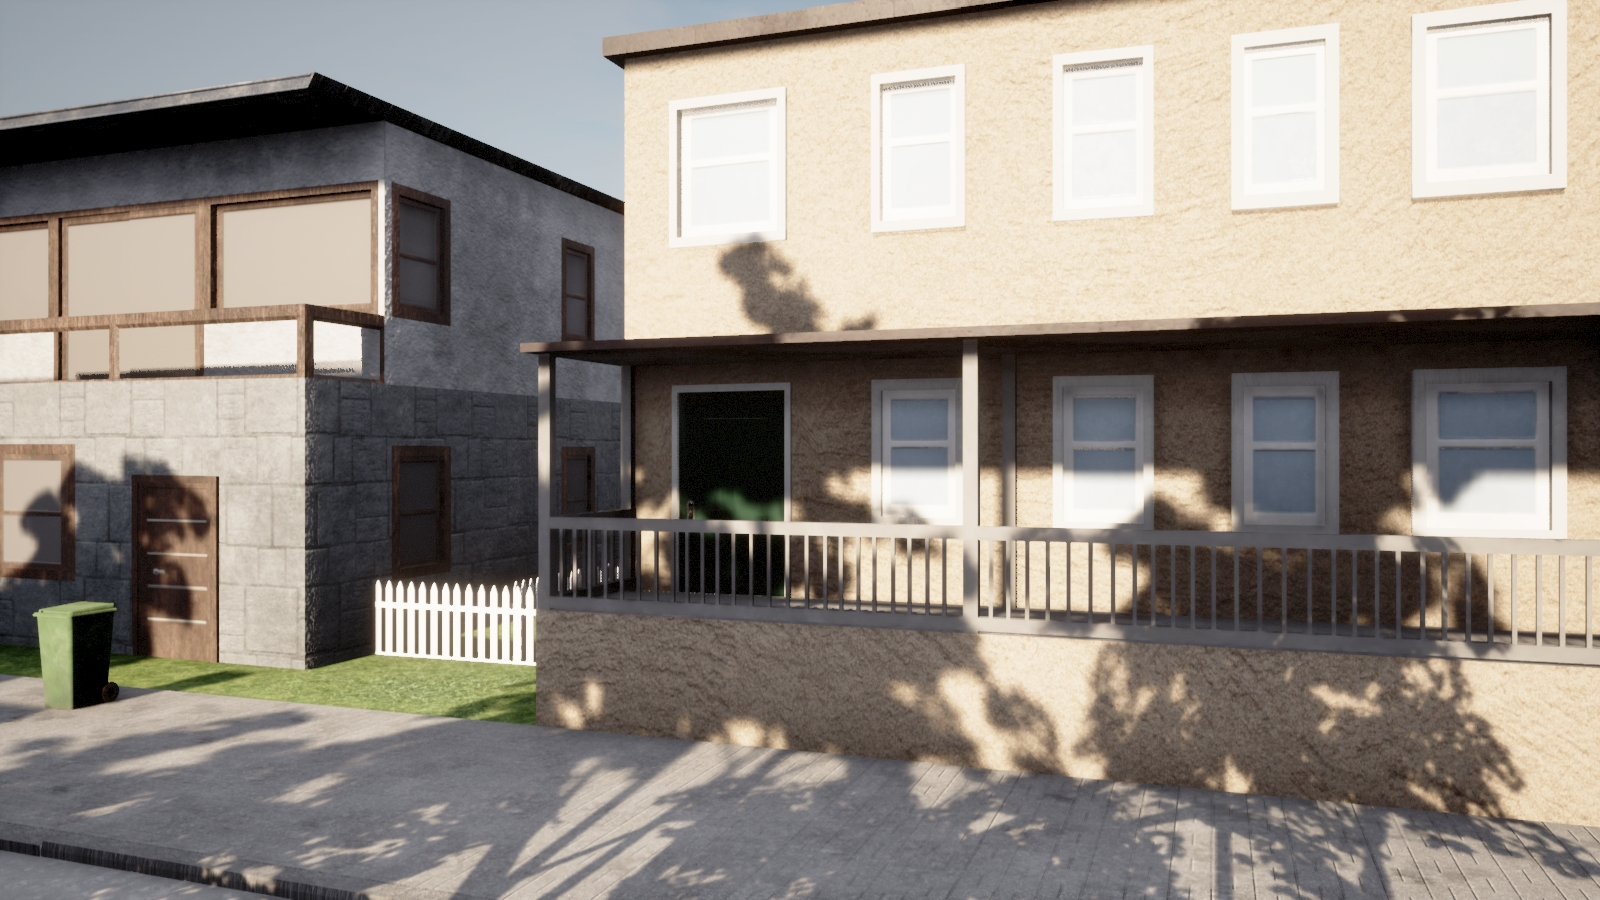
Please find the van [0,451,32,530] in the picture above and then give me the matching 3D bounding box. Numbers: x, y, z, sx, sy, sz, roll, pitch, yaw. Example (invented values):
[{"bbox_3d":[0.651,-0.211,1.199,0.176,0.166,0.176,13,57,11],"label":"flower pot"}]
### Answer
[{"bbox_3d":[-27.753,1.329,35.973,1.988,2.561,5.915,0,0,20],"label":"van"}]
